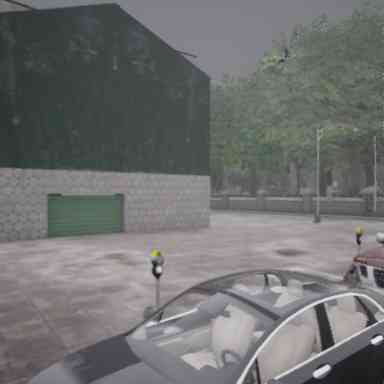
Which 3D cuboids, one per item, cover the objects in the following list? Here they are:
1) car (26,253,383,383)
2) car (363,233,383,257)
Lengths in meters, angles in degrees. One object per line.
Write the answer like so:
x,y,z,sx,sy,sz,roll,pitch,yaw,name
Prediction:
0.584,1.558,3.227,4.403,1.369,2.008,0,0,-35,car
5.033,1.342,6.399,5.009,1.841,2.192,0,0,-35,car
